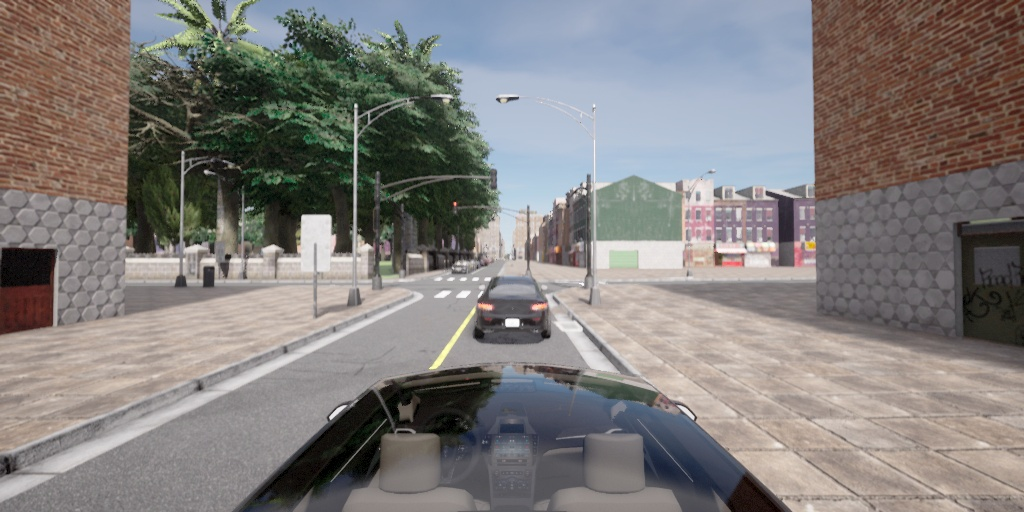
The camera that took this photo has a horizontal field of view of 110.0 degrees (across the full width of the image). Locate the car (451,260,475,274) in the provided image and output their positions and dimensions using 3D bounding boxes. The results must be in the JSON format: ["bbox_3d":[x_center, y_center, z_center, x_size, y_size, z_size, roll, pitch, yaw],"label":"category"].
[{"bbox_3d":[-5.493,1.189,38.786,2.007,1.370,4.403,0,0,0],"label":"car"}]

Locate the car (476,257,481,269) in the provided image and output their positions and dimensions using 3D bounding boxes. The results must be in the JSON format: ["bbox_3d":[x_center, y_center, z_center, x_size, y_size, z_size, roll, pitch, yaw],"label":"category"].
[{"bbox_3d":[-5.516,1.173,45.922,2.007,1.370,4.403,0,0,0],"label":"car"}]

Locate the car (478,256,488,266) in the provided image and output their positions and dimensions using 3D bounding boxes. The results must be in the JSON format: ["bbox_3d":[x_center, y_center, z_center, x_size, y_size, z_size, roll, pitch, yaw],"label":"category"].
[{"bbox_3d":[-5.632,1.182,62.271,1.802,1.307,4.207,0,0,0],"label":"car"}]

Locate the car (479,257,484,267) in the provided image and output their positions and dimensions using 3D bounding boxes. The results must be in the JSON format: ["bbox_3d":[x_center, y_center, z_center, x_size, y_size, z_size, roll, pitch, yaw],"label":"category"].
[{"bbox_3d":[-5.555,1.178,51.372,1.948,1.339,4.313,0,0,0],"label":"car"}]

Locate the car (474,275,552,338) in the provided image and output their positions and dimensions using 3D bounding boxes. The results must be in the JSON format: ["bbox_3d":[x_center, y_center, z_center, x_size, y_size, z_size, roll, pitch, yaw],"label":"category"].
[{"bbox_3d":[0.031,1.247,9.921,1.812,1.442,4.674,0,0,1],"label":"car"}]
